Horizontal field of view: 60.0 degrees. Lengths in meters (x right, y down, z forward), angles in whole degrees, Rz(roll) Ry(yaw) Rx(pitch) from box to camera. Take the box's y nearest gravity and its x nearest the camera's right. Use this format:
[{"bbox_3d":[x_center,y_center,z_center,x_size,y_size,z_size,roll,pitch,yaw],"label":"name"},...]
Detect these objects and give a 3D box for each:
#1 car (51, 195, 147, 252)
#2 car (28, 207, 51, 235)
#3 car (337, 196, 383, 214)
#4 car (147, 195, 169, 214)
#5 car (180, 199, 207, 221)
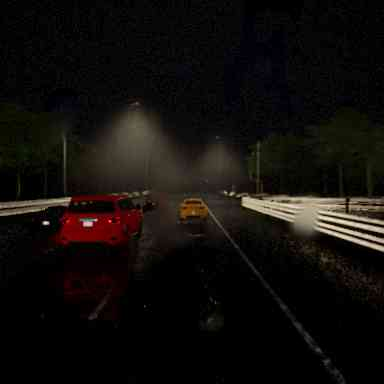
[{"bbox_3d":[-3.402,1.118,13.548,2.150,2.045,5.566,0,0,0],"label":"car"},{"bbox_3d":[-6.902,1.427,17.717,1.994,1.385,4.181,0,0,0],"label":"car"},{"bbox_3d":[15.226,1.120,29.562,2.163,1.488,4.792,0,-1,-27],"label":"car"},{"bbox_3d":[-3.404,1.073,31.706,2.097,1.767,4.553,0,1,0],"label":"car"},{"bbox_3d":[0.097,1.270,25.423,1.882,1.535,5.008,0,1,0],"label":"car"}]
